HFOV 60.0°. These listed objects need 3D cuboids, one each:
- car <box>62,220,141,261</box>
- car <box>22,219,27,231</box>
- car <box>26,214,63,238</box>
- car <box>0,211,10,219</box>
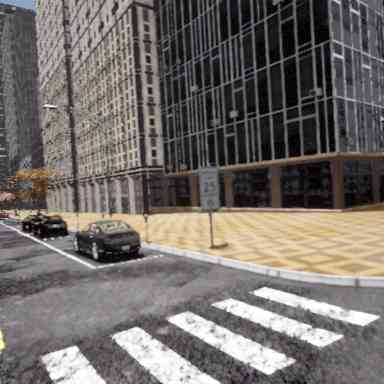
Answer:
[{"bbox_3d":[-3.549,1.813,13.499,2.008,1.369,4.403,-5,1,-34],"label":"car"},{"bbox_3d":[-12.900,2.510,27.530,1.947,1.339,4.313,-5,1,-34],"label":"car"},{"bbox_3d":[-9.782,2.282,22.853,1.947,1.339,4.313,-5,1,-34],"label":"car"},{"bbox_3d":[-31.601,3.915,55.591,1.802,1.307,4.206,-5,0,-34],"label":"car"}]
